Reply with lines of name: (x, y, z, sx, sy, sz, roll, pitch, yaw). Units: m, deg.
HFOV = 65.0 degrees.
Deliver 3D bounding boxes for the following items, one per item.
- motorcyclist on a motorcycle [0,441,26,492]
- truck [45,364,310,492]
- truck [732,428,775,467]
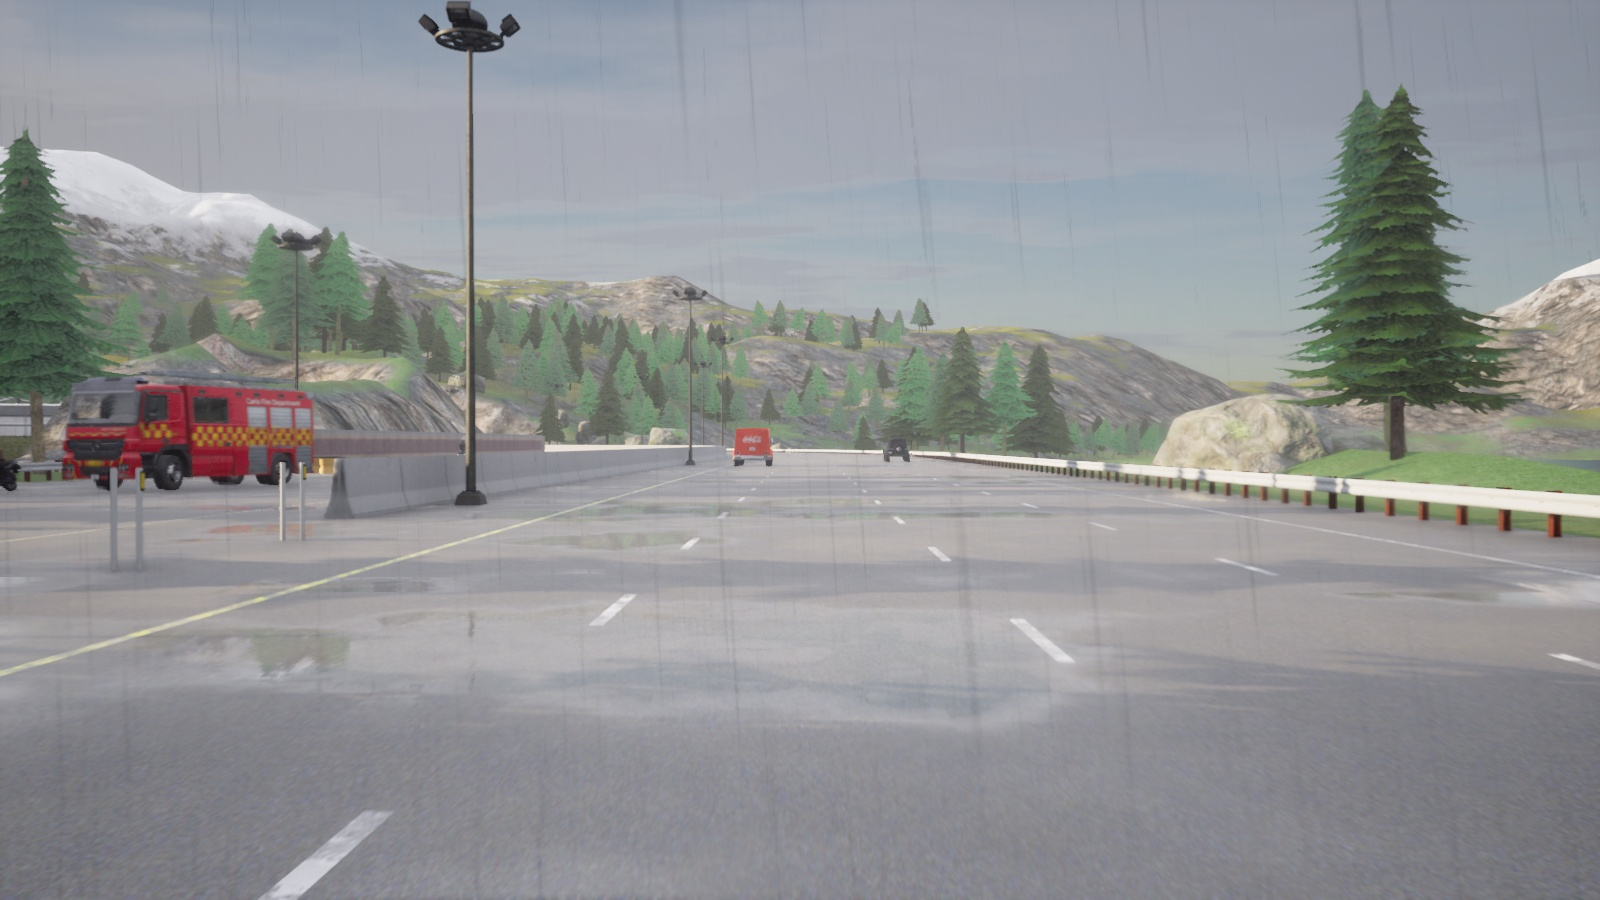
motorcyclist on a motorcycle: (-24.269, 0.496, 37.690, 0.797, 1.523, 2.044, 0, 0, 0)
truck: (-20.388, -0.671, 41.920, 2.891, 3.827, 8.468, 0, 0, 17)
truck: (-3.012, -0.205, 82.485, 2.627, 2.467, 5.204, 0, 1, 0)
